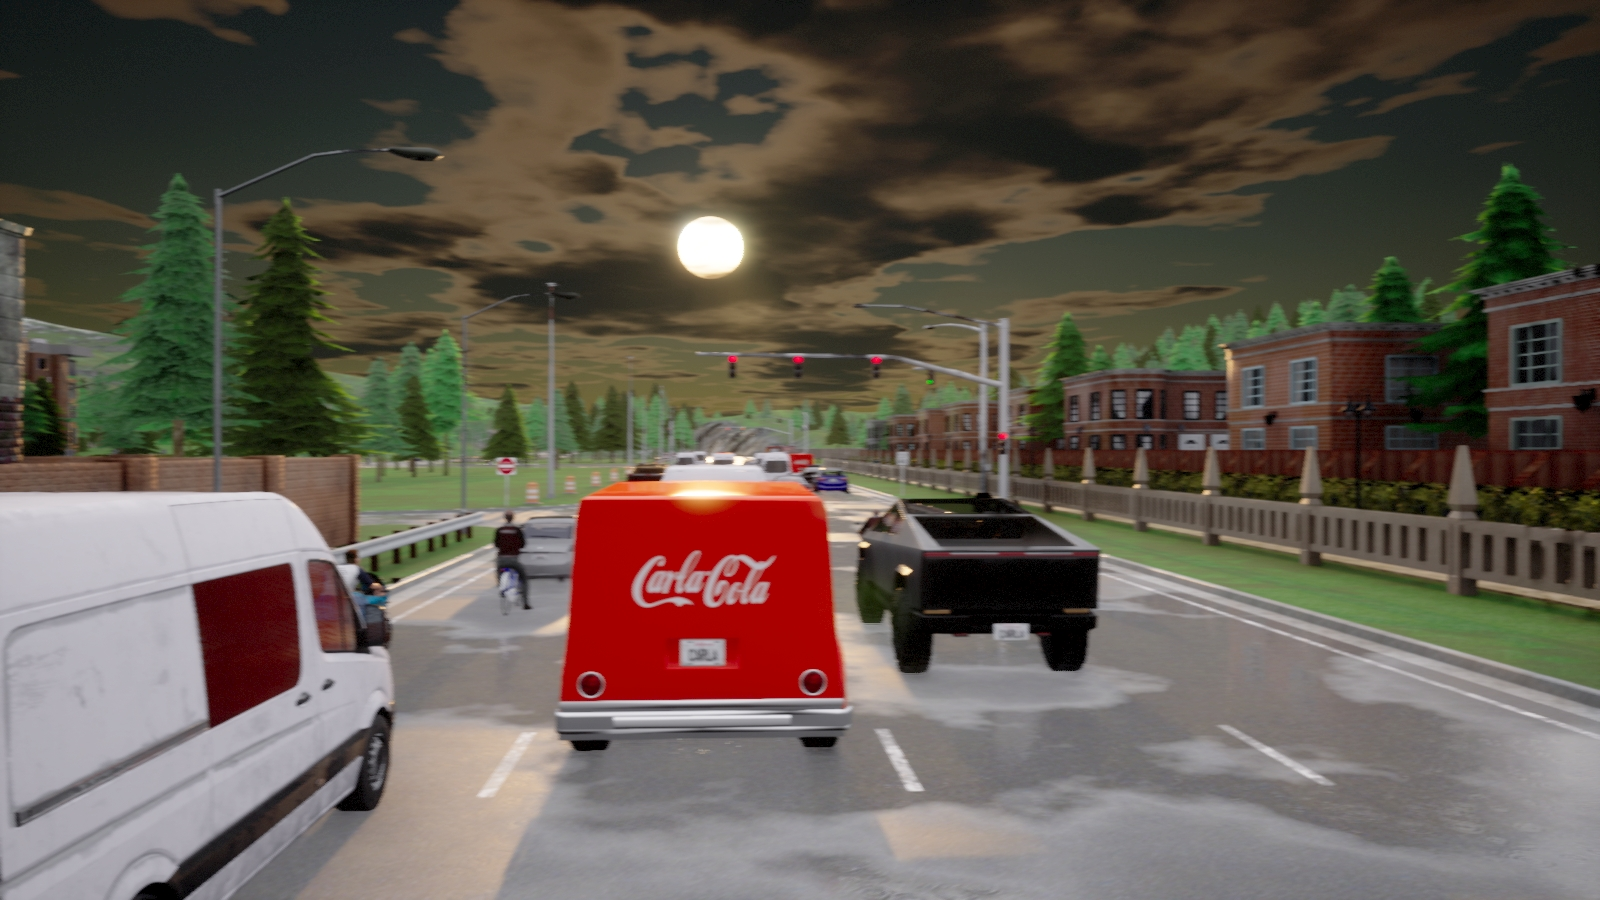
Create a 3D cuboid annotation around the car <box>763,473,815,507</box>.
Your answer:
[{"bbox_3d":[-0.616,2.039,59.253,2.097,1.535,5.006,0,0,-7],"label":"car"}]

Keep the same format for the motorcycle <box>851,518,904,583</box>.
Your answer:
[{"bbox_3d":[1.704,2.212,25.420,0.867,1.251,2.209,0,0,-4],"label":"motorcycle"}]

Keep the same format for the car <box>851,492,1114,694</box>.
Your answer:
[{"bbox_3d":[2.259,1.760,16.374,2.390,2.098,6.274,0,0,-4],"label":"car"}]

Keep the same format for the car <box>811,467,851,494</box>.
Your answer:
[{"bbox_3d":[1.988,1.979,74.886,2.242,1.667,4.611,0,0,-4],"label":"car"}]

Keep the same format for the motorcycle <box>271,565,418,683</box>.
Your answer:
[{"bbox_3d":[-5.775,2.175,14.648,0.803,1.199,2.033,0,0,10],"label":"motorcycle"}]

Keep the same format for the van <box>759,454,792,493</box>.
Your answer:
[{"bbox_3d":[-1.746,1.538,78.335,1.988,2.561,5.915,0,0,-4],"label":"van"}]

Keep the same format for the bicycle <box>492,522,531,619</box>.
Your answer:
[{"bbox_3d":[-4.977,2.051,19.775,0.329,1.471,1.835,0,0,-4],"label":"bicycle"}]

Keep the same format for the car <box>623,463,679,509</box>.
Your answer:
[{"bbox_3d":[-7.421,1.743,57.648,2.390,2.098,6.274,0,0,-4],"label":"car"}]

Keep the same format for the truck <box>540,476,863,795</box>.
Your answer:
[{"bbox_3d":[-0.962,1.567,11.952,2.627,2.467,5.204,0,0,-4],"label":"truck"}]

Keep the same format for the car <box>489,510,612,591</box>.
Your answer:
[{"bbox_3d":[-5.304,2.110,24.808,1.994,1.385,4.181,0,0,-4],"label":"car"}]

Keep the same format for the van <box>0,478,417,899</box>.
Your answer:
[{"bbox_3d":[-4.150,1.526,6.965,1.988,2.561,5.915,0,0,-4],"label":"van"}]
